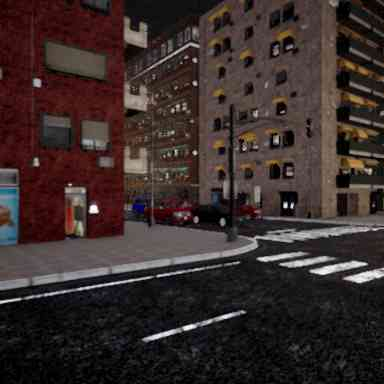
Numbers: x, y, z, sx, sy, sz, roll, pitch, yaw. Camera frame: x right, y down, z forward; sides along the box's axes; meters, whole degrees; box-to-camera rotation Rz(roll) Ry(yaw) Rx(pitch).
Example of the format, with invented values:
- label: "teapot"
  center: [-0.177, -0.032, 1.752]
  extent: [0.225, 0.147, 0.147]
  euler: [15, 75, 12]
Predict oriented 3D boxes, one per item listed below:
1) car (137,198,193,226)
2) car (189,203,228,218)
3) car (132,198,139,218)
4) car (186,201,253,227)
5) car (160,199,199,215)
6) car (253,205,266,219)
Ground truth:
- label: "car"
  center: [-1.962, 1.600, 26.022]
  extent: [2.192, 1.841, 5.009]
  euler: [-1, 0, -37]
- label: "car"
  center: [1.695, 1.921, 35.616]
  extent: [1.947, 1.339, 4.313]
  euler: [-1, 0, -37]
- label: "car"
  center: [-4.019, 1.597, 33.402]
  extent: [2.150, 2.045, 5.566]
  euler: [0, -1, -36]
- label: "car"
  center: [1.945, 1.726, 25.352]
  extent: [1.882, 1.535, 5.008]
  euler: [0, -1, -37]
- label: "car"
  center: [-1.625, 1.741, 40.090]
  extent: [2.192, 1.841, 5.009]
  euler: [-1, 0, -37]
- label: "car"
  center: [5.010, 1.866, 31.143]
  extent: [1.802, 1.307, 4.206]
  euler: [-1, 0, -37]
